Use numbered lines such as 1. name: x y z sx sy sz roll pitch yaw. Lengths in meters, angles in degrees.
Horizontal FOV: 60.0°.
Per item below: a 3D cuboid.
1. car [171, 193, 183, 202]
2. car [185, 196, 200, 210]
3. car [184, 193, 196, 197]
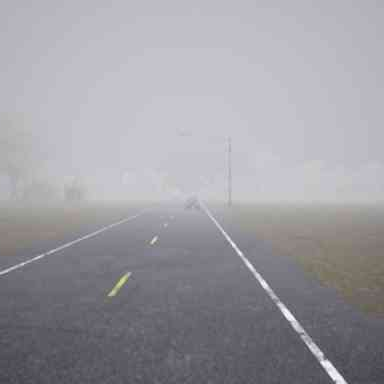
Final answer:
1. car: -3.497 1.461 72.282 2.033 1.411 5.357 0 0 0
2. car: 0.102 1.557 43.043 1.895 1.301 4.718 0 0 0
3. car: 0.102 1.292 57.948 2.097 1.767 4.553 0 0 0
